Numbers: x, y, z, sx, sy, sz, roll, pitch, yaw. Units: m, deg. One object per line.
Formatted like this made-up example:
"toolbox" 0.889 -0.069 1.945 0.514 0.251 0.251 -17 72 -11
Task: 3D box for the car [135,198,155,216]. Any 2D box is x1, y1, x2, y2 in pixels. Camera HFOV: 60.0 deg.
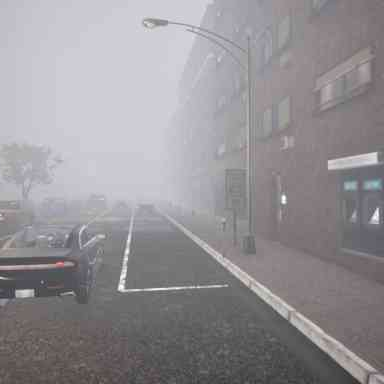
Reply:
"car" -4.555 1.556 32.487 2.008 1.369 4.403 0 0 -9

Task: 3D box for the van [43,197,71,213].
"van" -12.817 1.353 31.091 1.690 1.788 3.998 0 0 -9

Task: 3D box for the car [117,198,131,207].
"car" -10.370 1.599 51.143 1.895 1.301 4.718 0 0 -9

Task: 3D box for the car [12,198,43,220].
"car" -10.963 1.327 19.952 2.192 1.841 5.009 0 0 -9

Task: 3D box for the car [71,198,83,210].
"car" -14.673 1.590 42.231 1.802 1.307 4.206 0 0 -9

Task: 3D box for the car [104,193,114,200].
"car" -23.016 1.264 92.359 2.192 1.841 5.009 1 0 -9

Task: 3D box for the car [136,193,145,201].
"car" -12.898 1.276 82.617 2.192 1.841 5.009 1 0 -9

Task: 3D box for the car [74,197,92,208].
"car" -15.573 1.529 47.633 1.752 1.417 4.829 0 0 -9

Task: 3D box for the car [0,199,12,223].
"car" -10.035 1.325 14.382 2.192 1.841 5.009 0 0 -9

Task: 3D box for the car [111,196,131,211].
"car" -8.687 1.530 41.280 1.812 1.442 4.674 0 0 -9

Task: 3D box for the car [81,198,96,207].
"car" -16.528 1.581 53.371 1.802 1.307 4.206 1 0 -9

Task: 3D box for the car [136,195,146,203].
"car" -11.045 1.416 71.478 1.967 1.590 4.097 1 0 -9

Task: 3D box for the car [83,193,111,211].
"car" -11.946 1.227 42.188 2.150 2.045 5.566 0 0 -9

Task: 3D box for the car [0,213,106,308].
"car" -3.210 1.495 7.989 2.128 1.511 4.902 0 0 -9

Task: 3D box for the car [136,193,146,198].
"car" -10.118 1.422 65.909 1.967 1.590 4.097 0 0 -9
